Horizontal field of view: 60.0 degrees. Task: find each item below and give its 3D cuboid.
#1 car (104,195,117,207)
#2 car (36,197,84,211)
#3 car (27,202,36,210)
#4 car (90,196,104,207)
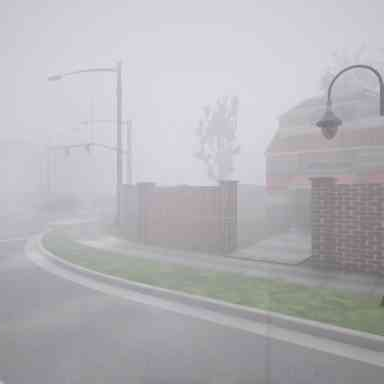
[{"bbox_3d":[-9.353,1.284,46.105,1.812,1.442,4.674,0,1,37],"label":"car"},{"bbox_3d":[-14.990,1.373,38.642,1.837,1.490,4.892,0,1,36],"label":"car"},{"bbox_3d":[-17.720,1.396,40.829,1.812,1.442,4.674,0,1,37],"label":"car"},{"bbox_3d":[-12.322,1.268,47.977,1.837,1.490,4.892,0,1,37],"label":"car"}]
